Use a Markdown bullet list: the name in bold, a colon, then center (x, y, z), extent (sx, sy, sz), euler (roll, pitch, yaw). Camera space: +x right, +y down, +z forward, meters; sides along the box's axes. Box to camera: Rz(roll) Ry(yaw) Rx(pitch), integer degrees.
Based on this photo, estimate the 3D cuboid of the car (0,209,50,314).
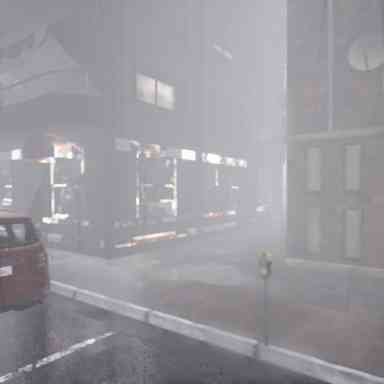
- **car**: center (-4.702, 1.214, 6.245), extent (5.009, 1.841, 2.192), euler (1, 0, 36)
